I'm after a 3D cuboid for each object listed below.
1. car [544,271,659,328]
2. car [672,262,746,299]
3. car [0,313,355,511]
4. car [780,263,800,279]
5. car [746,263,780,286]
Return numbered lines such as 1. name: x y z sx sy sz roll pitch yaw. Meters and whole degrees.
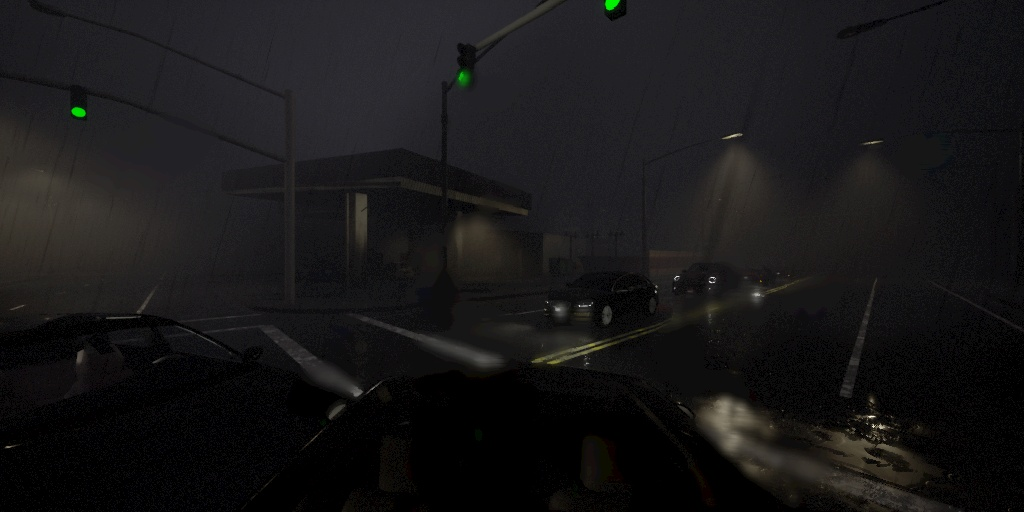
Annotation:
1. car: 3.053 1.255 11.601 4.892 1.490 1.837 0 0 -44
2. car: 9.994 1.102 18.344 4.553 1.767 2.097 0 0 -44
3. car: -3.383 1.242 2.678 4.902 1.511 2.128 0 0 16
4. car: 24.261 1.314 32.096 4.181 1.385 1.994 0 0 -44
5. car: 17.023 1.314 25.150 1.994 1.385 4.181 0 0 45
